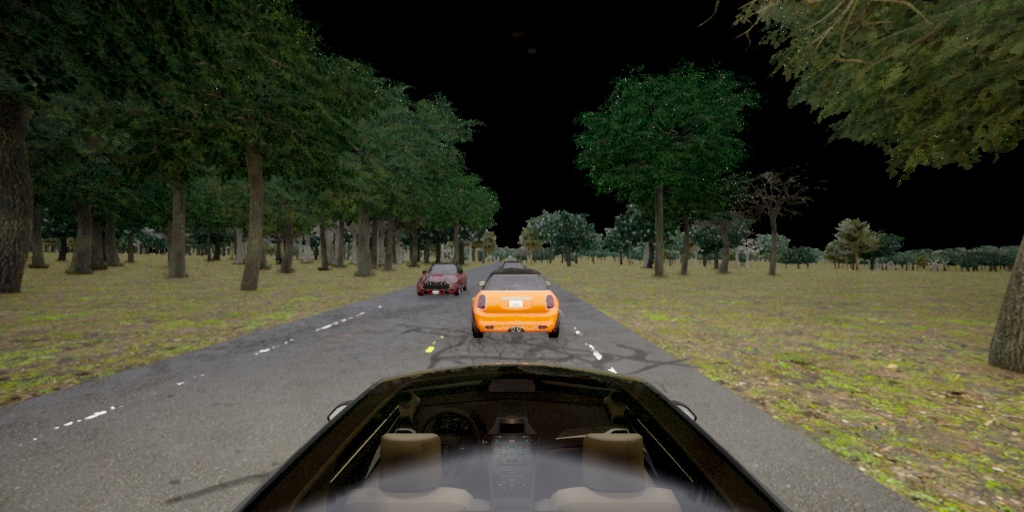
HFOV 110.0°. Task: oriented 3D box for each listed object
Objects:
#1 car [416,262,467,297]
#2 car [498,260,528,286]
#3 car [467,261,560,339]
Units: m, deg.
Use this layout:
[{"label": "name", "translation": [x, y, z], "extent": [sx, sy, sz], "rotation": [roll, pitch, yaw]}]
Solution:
[{"label": "car", "translation": [-3.640, 1.150, 19.359], "extent": [2.097, 1.767, 4.553], "rotation": [0, 0, 0]}, {"label": "car", "translation": [0.044, 1.171, 27.063], "extent": [2.097, 1.767, 4.553], "rotation": [0, 0, -1]}, {"label": "car", "translation": [0.083, 1.125, 10.319], "extent": [2.097, 1.767, 4.553], "rotation": [0, 0, 0]}]
